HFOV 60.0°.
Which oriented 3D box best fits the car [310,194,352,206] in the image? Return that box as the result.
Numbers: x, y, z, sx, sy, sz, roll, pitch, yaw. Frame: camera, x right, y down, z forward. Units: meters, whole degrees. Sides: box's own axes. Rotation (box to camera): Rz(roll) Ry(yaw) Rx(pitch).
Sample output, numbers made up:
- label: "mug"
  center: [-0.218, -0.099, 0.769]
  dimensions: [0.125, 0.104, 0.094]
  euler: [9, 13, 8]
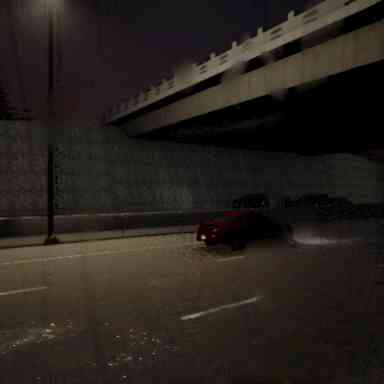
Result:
- label: "car"
  center: [15.594, 1.373, 36.597]
  dimensions: [4.553, 1.767, 2.097]
  euler: [0, 0, -35]

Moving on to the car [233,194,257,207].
- label: "car"
  center: [7.922, 1.238, 44.025]
  dimensions: [5.566, 2.045, 2.150]
  euler: [0, 0, -35]

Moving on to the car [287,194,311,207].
- label: "car"
  center: [14.408, 1.242, 40.054]
  dimensions: [5.566, 2.045, 2.150]
  euler: [0, 0, -35]

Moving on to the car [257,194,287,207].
- label: "car"
  center: [10.805, 1.372, 41.779]
  dimensions: [4.553, 1.767, 2.097]
  euler: [0, 0, -35]

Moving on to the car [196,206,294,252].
- label: "car"
  center: [2.303, 1.532, 14.000]
  dimensions: [4.674, 1.442, 1.812]
  euler: [0, 0, -36]
